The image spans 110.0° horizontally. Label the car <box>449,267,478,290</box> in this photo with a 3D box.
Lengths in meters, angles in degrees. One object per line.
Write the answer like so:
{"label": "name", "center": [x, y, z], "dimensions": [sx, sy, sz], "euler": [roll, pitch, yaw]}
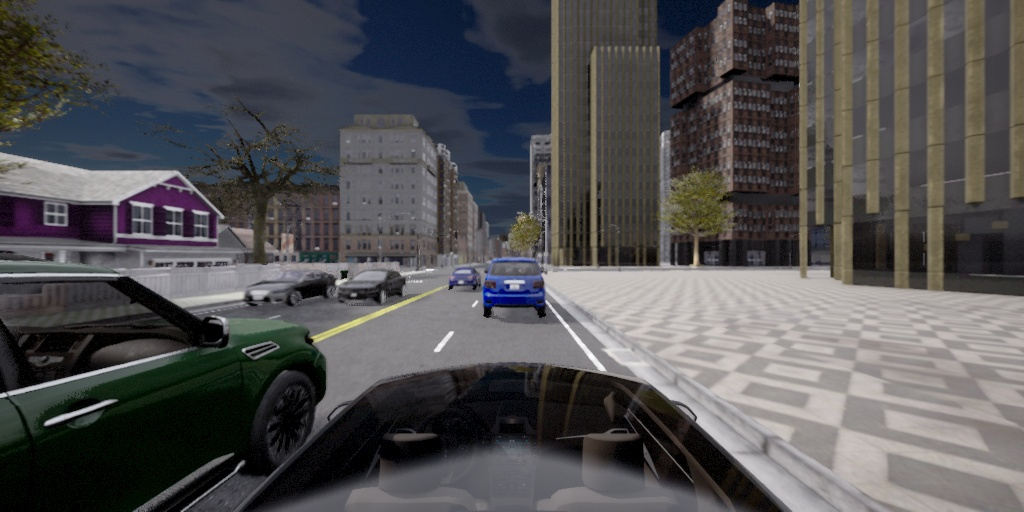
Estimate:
{"label": "car", "center": [-3.178, 1.496, 24.675], "dimensions": [1.812, 1.442, 4.674], "euler": [0, -1, 0]}

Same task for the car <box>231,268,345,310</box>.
{"label": "car", "center": [-9.865, 1.379, 16.392], "dimensions": [2.128, 1.511, 4.902], "euler": [0, -1, 0]}

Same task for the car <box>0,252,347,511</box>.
{"label": "car", "center": [-3.148, 0.970, 1.652], "dimensions": [2.150, 2.045, 5.566], "euler": [0, -1, 0]}

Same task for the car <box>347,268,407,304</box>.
{"label": "car", "center": [-6.617, 1.376, 17.476], "dimensions": [1.882, 1.535, 5.008], "euler": [0, -1, 0]}

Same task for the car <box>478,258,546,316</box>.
{"label": "car", "center": [0.079, 1.088, 14.039], "dimensions": [2.150, 2.045, 5.566], "euler": [0, 0, 0]}
